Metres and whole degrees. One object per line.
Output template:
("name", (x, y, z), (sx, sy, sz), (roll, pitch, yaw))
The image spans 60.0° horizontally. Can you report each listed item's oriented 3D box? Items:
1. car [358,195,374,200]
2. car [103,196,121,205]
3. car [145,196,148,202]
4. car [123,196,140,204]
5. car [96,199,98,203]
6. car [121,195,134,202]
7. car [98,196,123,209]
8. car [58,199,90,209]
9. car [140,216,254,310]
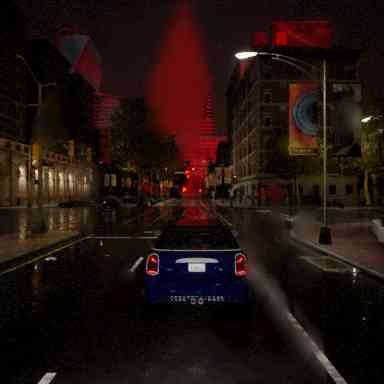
("car", (34.674, 1.481, 68.709), (2.231, 1.521, 4.892), (0, 0, 0))
("car", (-14.851, 1.492, 61.776), (2.128, 1.511, 4.902), (0, 0, 1))
("car", (-11.244, 1.524, 76.926), (1.812, 1.442, 4.674), (0, 0, 0))
("car", (-11.351, 1.564, 62.110), (1.994, 1.385, 4.181), (0, 0, 1))
("car", (-18.025, 1.595, 67.492), (1.895, 1.301, 4.718), (0, 0, 0))
("car", (-14.745, 1.540, 76.624), (2.033, 1.411, 5.357), (0, 0, 0))
("car", (-11.088, 1.547, 45.470), (2.033, 1.411, 5.357), (0, 0, -7))
("car", (-16.022, 1.601, 45.287), (1.895, 1.301, 4.718), (0, 0, 17))
("car", (0.100, 1.352, 7.983), (2.097, 1.767, 4.553), (0, 0, 0))
